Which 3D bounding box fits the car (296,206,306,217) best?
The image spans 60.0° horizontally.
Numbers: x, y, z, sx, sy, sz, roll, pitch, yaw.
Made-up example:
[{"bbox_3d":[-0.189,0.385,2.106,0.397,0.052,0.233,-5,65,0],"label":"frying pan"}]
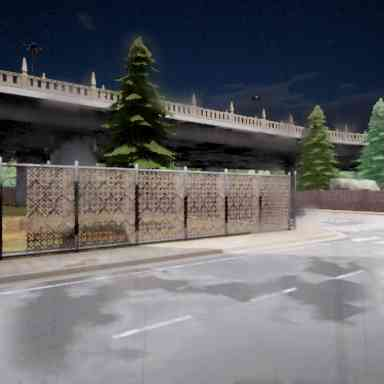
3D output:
[{"bbox_3d":[8.350,1.617,30.579,1.994,1.385,4.181,0,0,-35],"label":"car"}]
